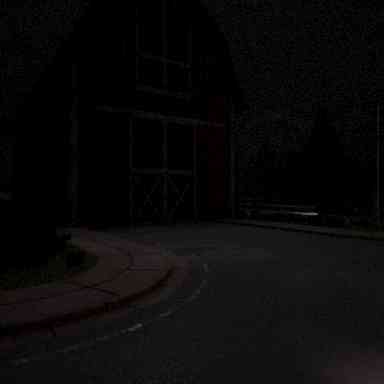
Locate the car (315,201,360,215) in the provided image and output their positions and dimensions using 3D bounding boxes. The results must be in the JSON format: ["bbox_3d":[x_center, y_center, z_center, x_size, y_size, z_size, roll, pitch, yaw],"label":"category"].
[{"bbox_3d":[14.105,1.591,32.470,1.994,1.385,4.181,0,0,-35],"label":"car"}]
